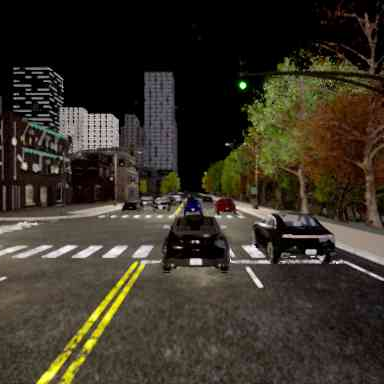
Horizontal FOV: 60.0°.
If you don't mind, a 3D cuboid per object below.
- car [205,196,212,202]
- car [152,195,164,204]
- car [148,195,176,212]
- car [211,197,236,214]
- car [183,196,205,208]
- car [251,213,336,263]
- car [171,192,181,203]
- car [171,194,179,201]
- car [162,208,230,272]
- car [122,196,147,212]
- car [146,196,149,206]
[{"bbox_3d":[3.252,1.441,67.607,1.994,1.385,4.181,0,0,0],"label":"car"},{"bbox_3d":[-6.514,1.414,63.440,1.812,1.442,4.674,0,0,0],"label":"car"},{"bbox_3d":[-3.339,1.426,37.784,2.128,1.511,4.902,0,0,0],"label":"car"},{"bbox_3d":[3.352,1.419,34.222,1.882,1.535,5.008,0,0,0],"label":"car"},{"bbox_3d":[0.101,1.468,33.687,1.812,1.442,4.674,0,0,0],"label":"car"},{"bbox_3d":[3.352,1.473,11.785,2.128,1.511,4.902,0,0,0],"label":"car"},{"bbox_3d":[-3.264,1.106,65.325,2.150,2.045,5.566,0,0,1],"label":"car"},{"bbox_3d":[-3.325,1.416,49.809,1.837,1.490,4.892,0,0,0],"label":"car"},{"bbox_3d":[0.102,1.487,10.674,1.837,1.490,4.892,0,0,0],"label":"car"},{"bbox_3d":[-6.590,1.499,37.471,1.994,1.385,4.181,0,0,0],"label":"car"},{"bbox_3d":[-6.586,1.402,48.588,2.128,1.511,4.902,0,1,0],"label":"car"}]
